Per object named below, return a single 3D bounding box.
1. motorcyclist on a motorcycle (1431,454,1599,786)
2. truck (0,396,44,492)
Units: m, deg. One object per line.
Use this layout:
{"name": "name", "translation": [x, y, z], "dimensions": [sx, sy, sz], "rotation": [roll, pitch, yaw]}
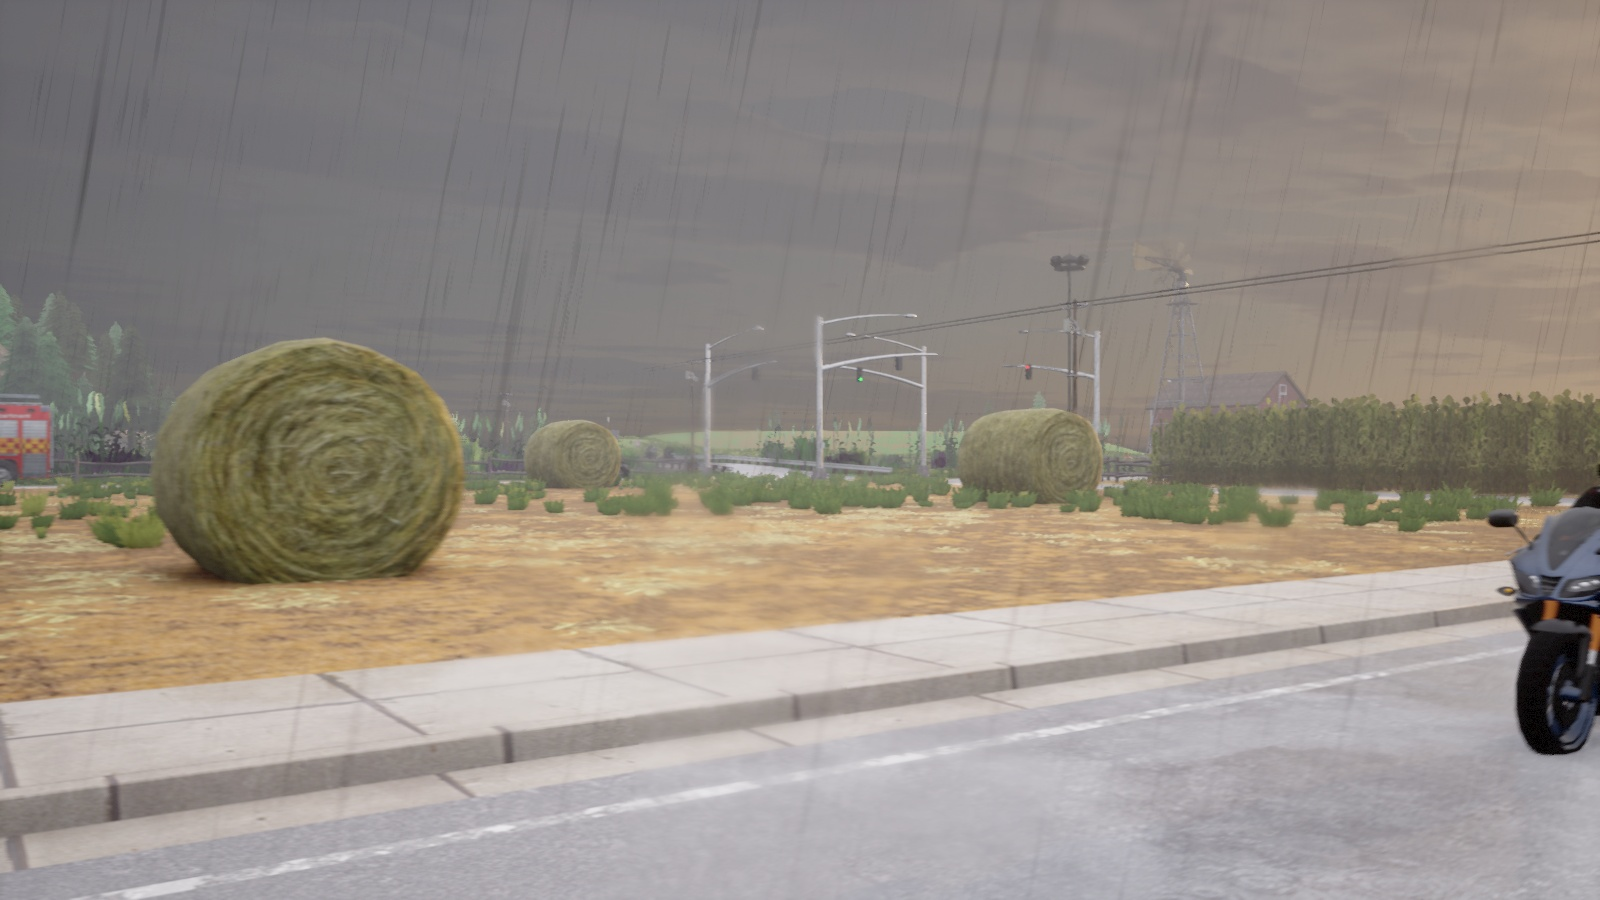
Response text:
{"name": "motorcyclist on a motorcycle", "translation": [4.387, 0.787, 6.716], "dimensions": [2.191, 1.530, 0.866], "rotation": [0, 0, -35]}
{"name": "truck", "translation": [-35.129, -0.230, 50.158], "dimensions": [8.468, 3.827, 2.891], "rotation": [0, 0, -31]}
